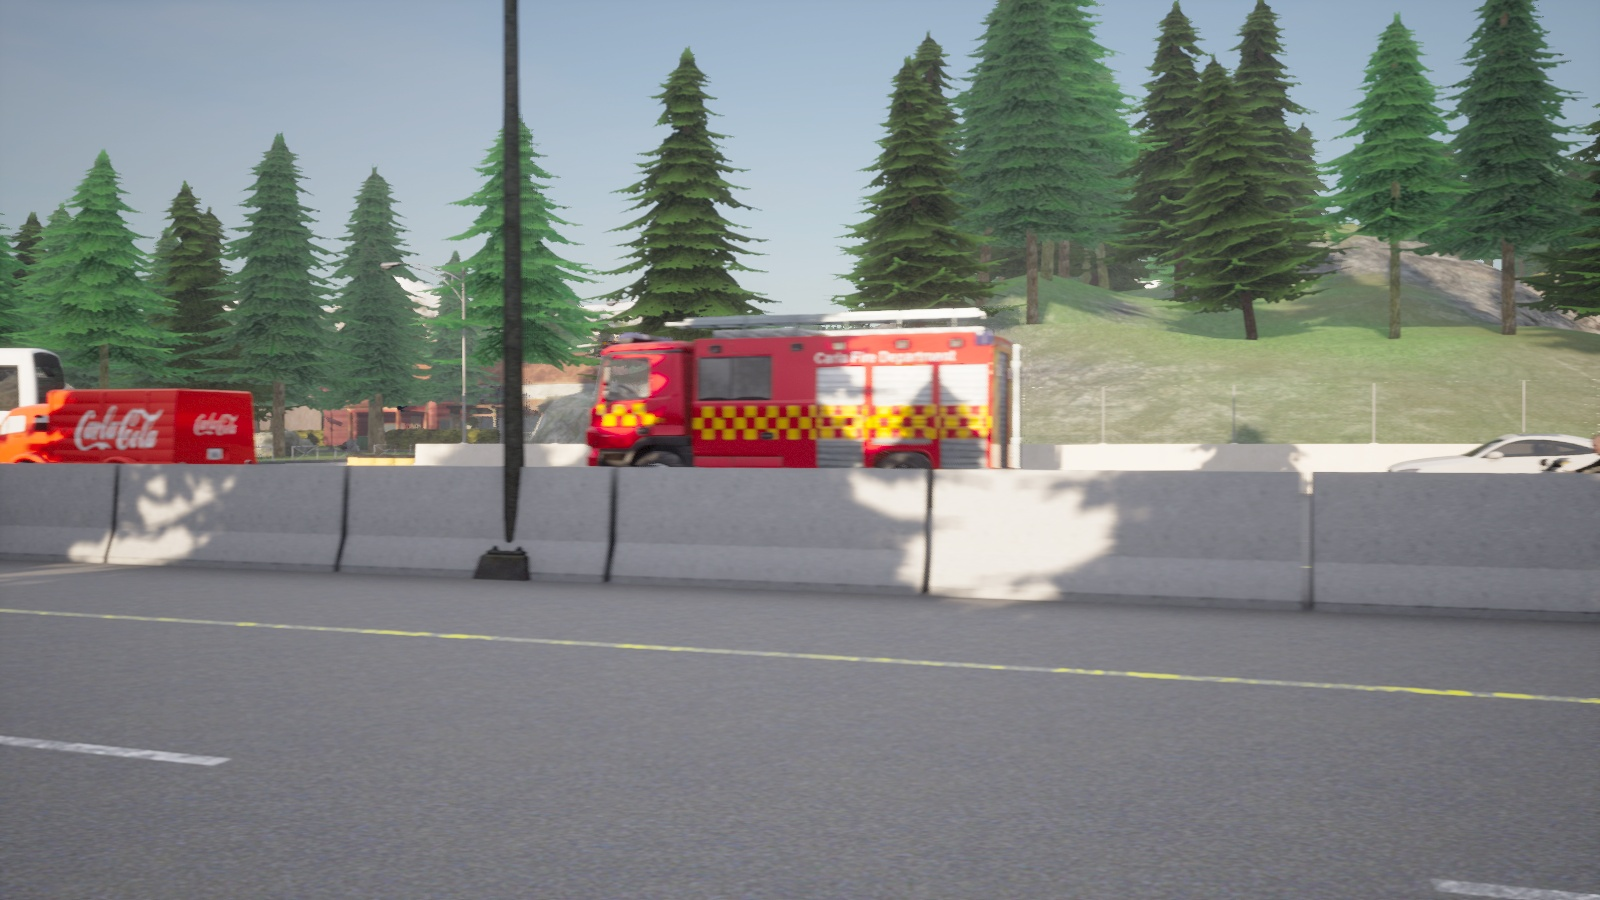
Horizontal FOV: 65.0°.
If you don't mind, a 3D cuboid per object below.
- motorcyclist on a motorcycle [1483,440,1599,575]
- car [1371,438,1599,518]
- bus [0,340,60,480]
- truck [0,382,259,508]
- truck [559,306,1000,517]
[{"bbox_3d":[9.376,0.660,14.809,2.191,1.530,0.866,1,1,19],"label":"motorcyclist on a motorcycle"},{"bbox_3d":[13.757,0.513,24.412,4.674,1.442,1.812,1,1,19],"label":"car"},{"bbox_3d":[-29.322,-1.282,38.923,10.273,4.253,3.944,0,2,-14],"label":"bus"},{"bbox_3d":[-14.488,-0.139,26.523,5.204,2.467,2.627,1,1,19],"label":"truck"},{"bbox_3d":[-0.417,-0.748,25.471,8.468,3.827,2.891,1,1,19],"label":"truck"}]
